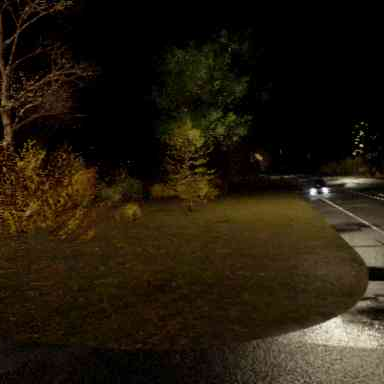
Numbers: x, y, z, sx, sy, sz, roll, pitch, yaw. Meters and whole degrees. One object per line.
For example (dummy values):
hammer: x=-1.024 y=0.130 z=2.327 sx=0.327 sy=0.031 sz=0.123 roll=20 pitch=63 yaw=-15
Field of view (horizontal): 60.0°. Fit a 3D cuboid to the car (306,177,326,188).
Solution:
car: x=15.883 y=-1.234 z=42.736 sx=1.895 sy=1.301 sz=4.718 roll=-4 pitch=3 yaw=13
